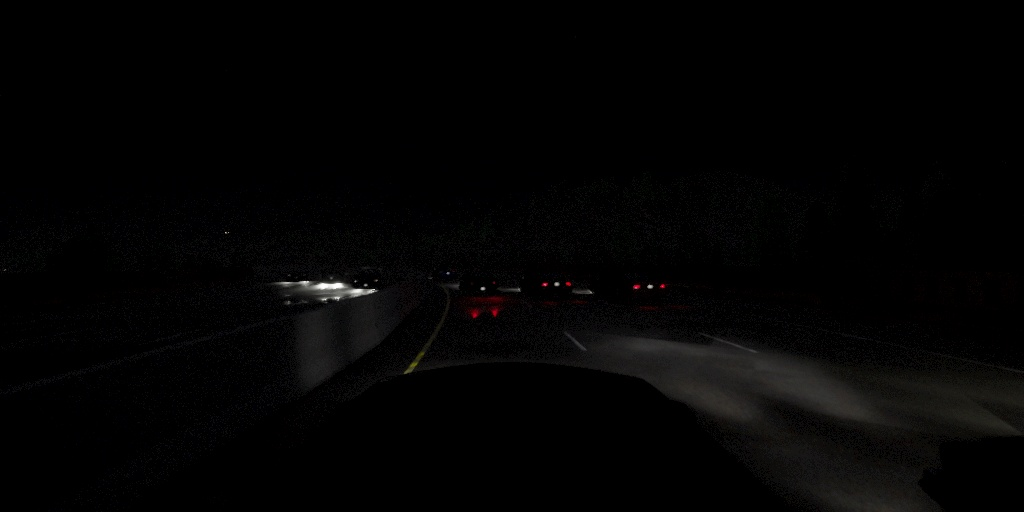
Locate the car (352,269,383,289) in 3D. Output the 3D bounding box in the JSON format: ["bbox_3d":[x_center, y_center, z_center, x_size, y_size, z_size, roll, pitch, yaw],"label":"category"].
[{"bbox_3d":[-11.029,1.694,27.674,2.033,1.411,5.357,0,-1,-17],"label":"car"}]

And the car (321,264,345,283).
[{"bbox_3d":[-17.387,1.799,34.934,2.128,1.511,4.902,0,-1,-23],"label":"car"}]

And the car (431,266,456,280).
[{"bbox_3d":[-7.477,1.811,39.193,1.994,1.385,4.181,0,-1,-24],"label":"car"}]

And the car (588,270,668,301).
[{"bbox_3d":[5.656,1.427,18.203,2.033,1.411,5.357,0,-1,-9],"label":"car"}]

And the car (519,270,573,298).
[{"bbox_3d":[1.766,1.482,20.214,2.033,1.411,5.357,0,-1,-11],"label":"car"}]

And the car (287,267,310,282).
[{"bbox_3d":[-22.531,1.933,37.952,1.812,1.442,4.674,0,-1,-26],"label":"car"}]

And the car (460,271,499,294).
[{"bbox_3d":[-2.177,1.598,22.541,1.895,1.301,4.718,0,-1,-14],"label":"car"}]
